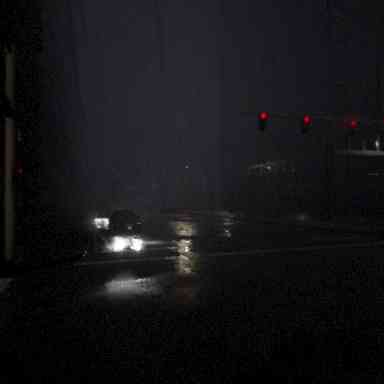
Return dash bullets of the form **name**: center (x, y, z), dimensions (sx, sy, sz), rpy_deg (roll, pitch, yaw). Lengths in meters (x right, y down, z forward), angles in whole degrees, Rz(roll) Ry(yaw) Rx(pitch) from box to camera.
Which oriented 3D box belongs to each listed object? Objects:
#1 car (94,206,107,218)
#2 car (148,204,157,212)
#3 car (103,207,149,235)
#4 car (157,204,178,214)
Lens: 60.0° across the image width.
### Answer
- **car**: center (-11.957, 2.576, 44.273), dimensions (2.128, 1.511, 4.902), rpy_deg (0, -1, -19)
- **car**: center (-6.959, 2.956, 62.215), dimensions (1.812, 1.442, 4.674), rpy_deg (0, -1, -19)
- **car**: center (-4.711, 2.049, 23.220), dimensions (2.128, 1.511, 4.902), rpy_deg (0, -1, -19)
- **car**: center (-3.606, 2.682, 52.641), dimensions (2.128, 1.511, 4.902), rpy_deg (0, -1, -18)
